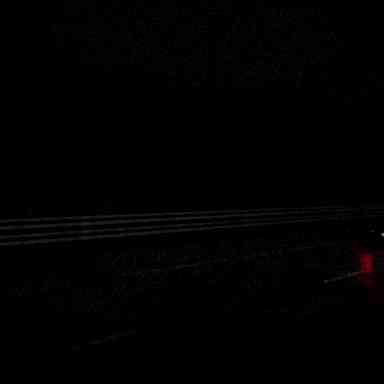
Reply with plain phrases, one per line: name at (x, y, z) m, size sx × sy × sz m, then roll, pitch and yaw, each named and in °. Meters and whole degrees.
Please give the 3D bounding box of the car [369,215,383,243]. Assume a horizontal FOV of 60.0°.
car at (9.818, 1.570, 15.047) m, size 4.674 × 1.442 × 1.812 m, roll 0°, pitch 0°, yaw -35°
